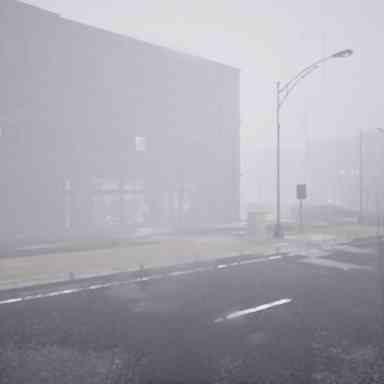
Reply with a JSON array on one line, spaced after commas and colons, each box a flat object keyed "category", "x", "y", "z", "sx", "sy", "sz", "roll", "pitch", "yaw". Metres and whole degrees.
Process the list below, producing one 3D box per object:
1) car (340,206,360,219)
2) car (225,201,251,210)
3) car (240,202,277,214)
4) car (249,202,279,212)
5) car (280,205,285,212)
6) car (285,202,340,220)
[{"category": "car", "x": 14.044, "y": 1.943, "z": 33.854, "sx": 2.033, "sy": 1.411, "sz": 5.357, "roll": 0, "pitch": 0, "yaw": -36}, {"category": "car", "x": 7.310, "y": 2.178, "z": 53.221, "sx": 1.802, "sy": 1.307, "sz": 4.206, "roll": -1, "pitch": 0, "yaw": -36}, {"category": "car", "x": 8.218, "y": 2.017, "z": 42.006, "sx": 1.837, "sy": 1.490, "sz": 4.892, "roll": 0, "pitch": -1, "yaw": -36}, {"category": "car", "x": 10.527, "y": 2.116, "z": 48.719, "sx": 1.802, "sy": 1.307, "sz": 4.206, "roll": -1, "pitch": 0, "yaw": -36}, {"category": "car", "x": 13.745, "y": 2.021, "z": 44.215, "sx": 2.008, "sy": 1.369, "sz": 4.403, "roll": -1, "pitch": 0, "yaw": -36}, {"category": "car", "x": 11.680, "y": 1.977, "z": 32.484, "sx": 1.947, "sy": 1.339, "sz": 4.313, "roll": -1, "pitch": 0, "yaw": -36}]
